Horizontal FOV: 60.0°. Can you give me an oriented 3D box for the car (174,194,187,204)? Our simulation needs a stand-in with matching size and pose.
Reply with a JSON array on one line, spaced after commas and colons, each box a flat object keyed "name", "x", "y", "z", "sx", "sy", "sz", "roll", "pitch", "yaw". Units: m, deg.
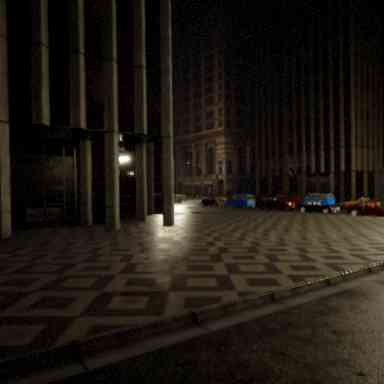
[{"name": "car", "x": -3.294, "y": 1.382, "z": 56.267, "sx": 2.008, "sy": 1.369, "sz": 4.403, "roll": -1, "pitch": 1, "yaw": -36}]

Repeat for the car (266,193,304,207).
[{"name": "car", "x": 13.310, "y": 1.056, "z": 47.764, "sx": 2.192, "sy": 1.841, "sz": 5.009, "roll": -1, "pitch": 1, "yaw": -36}]

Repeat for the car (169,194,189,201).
[{"name": "car", "x": -2.793, "y": 1.185, "z": 70.211, "sx": 2.008, "sy": 1.369, "sz": 4.403, "roll": -1, "pitch": 1, "yaw": -36}]

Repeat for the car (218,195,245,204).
[{"name": "car", "x": 6.771, "y": 1.223, "z": 56.882, "sx": 1.752, "sy": 1.417, "sz": 4.829, "roll": -1, "pitch": 1, "yaw": -36}]

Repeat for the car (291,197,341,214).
[{"name": "car", "x": 12.821, "y": 1.491, "z": 33.827, "sx": 2.008, "sy": 1.369, "sz": 4.403, "roll": -1, "pitch": 1, "yaw": -36}]

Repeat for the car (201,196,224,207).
[{"name": "car", "x": 3.151, "y": 1.314, "z": 47.290, "sx": 1.967, "sy": 1.590, "sz": 4.097, "roll": -1, "pitch": 1, "yaw": -36}]

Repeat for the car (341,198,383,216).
[{"name": "car", "x": 16.044, "y": 1.508, "z": 29.339, "sx": 1.887, "sy": 1.381, "sz": 4.507, "roll": -1, "pitch": 1, "yaw": -36}]

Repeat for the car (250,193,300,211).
[{"name": "car", "x": 9.596, "y": 1.232, "z": 38.313, "sx": 2.192, "sy": 1.841, "sz": 5.009, "roll": -1, "pitch": 1, "yaw": -36}]

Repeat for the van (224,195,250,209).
[{"name": "van", "x": 6.372, "y": 1.237, "z": 42.801, "sx": 1.690, "sy": 1.788, "sz": 3.998, "roll": -1, "pitch": 1, "yaw": -36}]

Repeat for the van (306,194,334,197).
[{"name": "van", "x": 16.532, "y": 1.104, "z": 43.276, "sx": 1.690, "sy": 1.788, "sz": 3.998, "roll": -1, "pitch": 1, "yaw": -36}]
